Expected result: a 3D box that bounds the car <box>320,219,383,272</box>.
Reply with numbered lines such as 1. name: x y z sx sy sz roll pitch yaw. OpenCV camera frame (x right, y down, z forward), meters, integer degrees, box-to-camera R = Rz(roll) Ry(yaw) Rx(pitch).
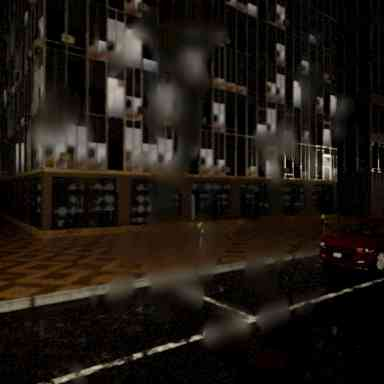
1. car: 6.003 1.567 10.841 4.507 1.381 1.887 0 0 -36
